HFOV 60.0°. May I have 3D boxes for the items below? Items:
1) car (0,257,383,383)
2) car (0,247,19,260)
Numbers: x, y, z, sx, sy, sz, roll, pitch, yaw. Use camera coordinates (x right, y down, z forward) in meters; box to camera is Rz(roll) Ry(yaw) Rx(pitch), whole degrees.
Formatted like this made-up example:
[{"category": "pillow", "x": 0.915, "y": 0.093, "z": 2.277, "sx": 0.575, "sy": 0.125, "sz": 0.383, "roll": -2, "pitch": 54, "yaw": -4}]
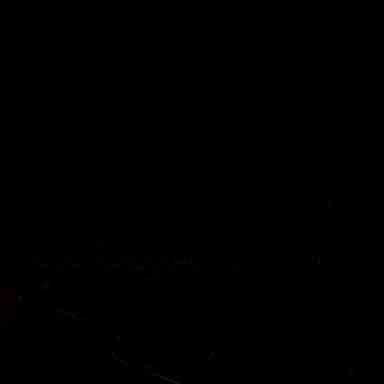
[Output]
[{"category": "car", "x": 0.468, "y": 1.442, "z": 2.633, "sx": 4.097, "sy": 1.590, "sz": 1.967, "roll": 0, "pitch": 0, "yaw": 35}, {"category": "car", "x": -4.093, "y": 1.591, "z": 5.885, "sx": 4.206, "sy": 1.307, "sz": 1.802, "roll": 0, "pitch": 0, "yaw": 35}]
